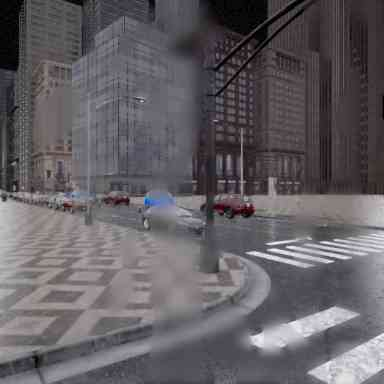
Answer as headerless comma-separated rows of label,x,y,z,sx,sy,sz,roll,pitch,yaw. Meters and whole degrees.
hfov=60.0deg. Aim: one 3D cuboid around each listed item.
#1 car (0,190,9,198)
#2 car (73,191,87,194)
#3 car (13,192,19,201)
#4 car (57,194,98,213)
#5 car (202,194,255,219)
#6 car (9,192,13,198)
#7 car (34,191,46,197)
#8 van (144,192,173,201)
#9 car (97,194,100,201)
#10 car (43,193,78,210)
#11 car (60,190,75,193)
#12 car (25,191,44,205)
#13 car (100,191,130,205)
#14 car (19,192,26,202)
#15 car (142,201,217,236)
car,-39.085,0.610,70.303,1.947,1.339,4.313,1,0,-36
car,-16.159,0.967,48.414,1.895,1.301,4.718,0,1,-36
car,-26.399,0.702,52.529,1.967,1.590,4.097,1,0,-36
car,-10.544,1.139,30.311,1.887,1.381,4.507,1,0,-36
car,2.748,1.050,26.367,2.192,1.841,5.009,1,0,-36
car,-29.572,0.747,56.973,1.887,1.381,4.507,1,0,-36
car,-38.487,0.495,84.139,1.887,1.381,4.507,0,0,-36
van,-3.596,0.931,35.255,1.690,1.788,3.998,1,0,-36
car,-13.114,0.934,48.589,2.008,1.369,4.403,1,0,-36
car,-13.715,1.074,34.754,2.008,1.369,4.403,1,0,-36
car,-21.881,0.778,56.432,1.812,1.442,4.674,0,1,-35
car,-20.058,0.939,43.642,2.008,1.369,4.403,1,0,-36
car,-9.939,0.766,44.144,2.192,1.841,5.009,1,0,-36
car,-23.229,0.874,48.086,2.008,1.369,4.403,1,0,-36
car,-1.031,1.367,16.981,2.008,1.369,4.403,1,0,-36
